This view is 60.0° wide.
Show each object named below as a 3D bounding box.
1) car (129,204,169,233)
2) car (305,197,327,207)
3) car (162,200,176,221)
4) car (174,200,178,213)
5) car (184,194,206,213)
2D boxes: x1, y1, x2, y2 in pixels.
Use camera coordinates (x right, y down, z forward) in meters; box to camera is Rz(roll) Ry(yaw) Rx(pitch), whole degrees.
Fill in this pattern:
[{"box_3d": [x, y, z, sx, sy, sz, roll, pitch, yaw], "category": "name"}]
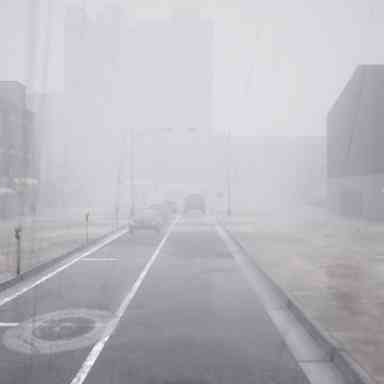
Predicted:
[{"box_3d": [-2.543, 1.579, 19.319, 1.802, 1.307, 4.206, 0, 0, 0], "category": "car"}, {"box_3d": [18.221, 1.446, 46.156, 4.902, 1.511, 2.128, 0, 0, 0], "category": "car"}, {"box_3d": [-2.515, 1.562, 24.771, 1.947, 1.339, 4.313, 0, 0, 0], "category": "car"}, {"box_3d": [-2.460, 1.560, 35.675, 1.947, 1.339, 4.313, 0, 0, 0], "category": "car"}, {"box_3d": [0.319, 1.216, 36.274, 2.150, 2.045, 5.566, 0, 0, 1], "category": "car"}]
